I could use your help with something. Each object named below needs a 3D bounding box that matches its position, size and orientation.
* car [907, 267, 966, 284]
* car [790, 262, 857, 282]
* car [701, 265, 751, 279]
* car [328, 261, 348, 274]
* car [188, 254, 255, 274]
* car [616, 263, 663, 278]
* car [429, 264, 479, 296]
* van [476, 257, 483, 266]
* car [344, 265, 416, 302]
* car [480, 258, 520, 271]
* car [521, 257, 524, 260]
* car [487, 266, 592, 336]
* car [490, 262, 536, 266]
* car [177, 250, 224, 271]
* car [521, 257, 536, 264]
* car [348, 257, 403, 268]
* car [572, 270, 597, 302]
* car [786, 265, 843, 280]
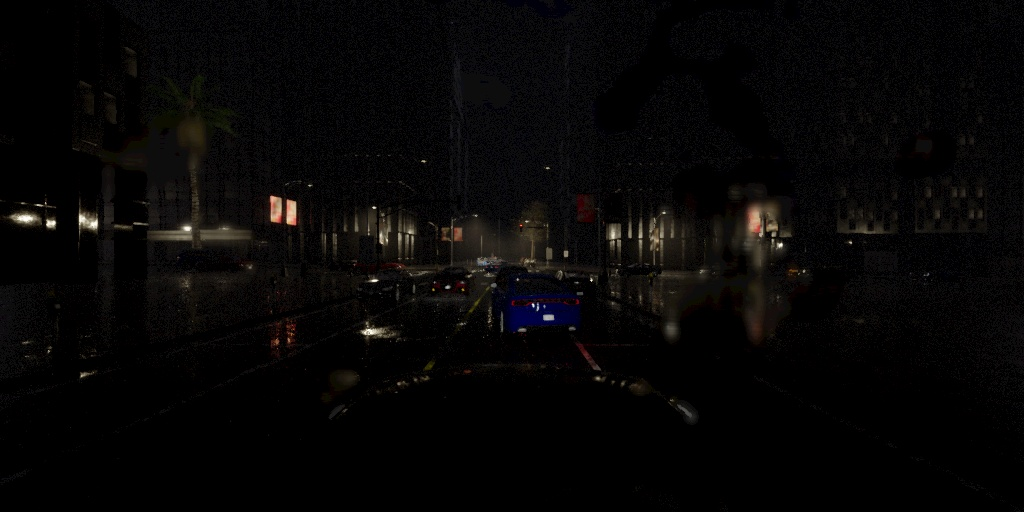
[{"bbox_3d":[45.804,2.000,38.741,4.553,1.767,2.097,1,0,1],"label":"car"},{"bbox_3d":[33.916,1.642,38.843,5.566,2.045,2.150,1,0,0],"label":"car"},{"bbox_3d":[23.187,1.708,38.892,4.902,1.511,2.128,1,0,0],"label":"car"},{"bbox_3d":[-15.509,1.105,35.638,4.718,1.301,1.895,1,0,-1],"label":"car"},{"bbox_3d":[-25.901,0.839,32.386,4.674,1.442,1.812,1,0,0],"label":"car"},{"bbox_3d":[13.768,1.532,38.913,4.902,1.511,2.128,1,0,-1],"label":"car"},{"bbox_3d":[-3.101,1.317,19.306,1.994,1.385,4.181,0,0,0],"label":"car"},{"bbox_3d":[-5.484,1.112,64.586,1.690,1.789,3.998,0,0,1],"label":"van"},{"bbox_3d":[-5.753,1.302,16.818,2.007,1.370,4.403,0,0,0],"label":"car"},{"bbox_3d":[-1.321,1.323,42.472,2.033,1.411,5.357,1,0,23],"label":"car"},{"bbox_3d":[3.042,1.297,64.675,1.751,1.417,4.829,0,0,1],"label":"car"},{"bbox_3d":[0.472,1.228,10.491,1.882,1.535,5.008,0,0,-8],"label":"car"},{"bbox_3d":[0.077,1.257,18.019,1.837,1.490,4.892,0,0,0],"label":"car"},{"bbox_3d":[-29.970,0.467,35.645,5.566,2.045,2.150,2,0,1],"label":"car"},{"bbox_3d":[2.987,1.319,58.993,2.007,1.370,4.403,0,0,1],"label":"car"},{"bbox_3d":[-11.802,0.915,32.327,4.553,1.767,2.097,1,0,0],"label":"car"},{"bbox_3d":[2.772,1.302,16.810,2.007,1.370,4.403,0,0,0],"label":"car"},{"bbox_3d":[35.436,1.934,42.083,5.008,1.535,1.882,1,0,0],"label":"car"}]
